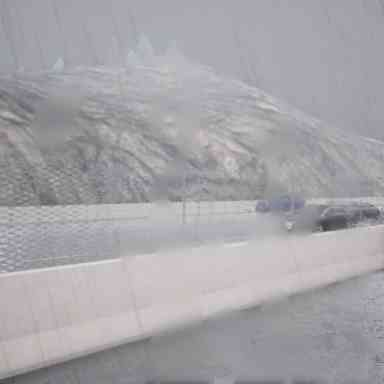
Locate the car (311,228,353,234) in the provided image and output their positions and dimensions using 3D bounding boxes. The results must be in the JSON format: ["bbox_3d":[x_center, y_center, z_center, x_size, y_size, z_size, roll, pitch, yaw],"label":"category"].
[{"bbox_3d":[6.659,1.434,17.336,4.902,1.511,2.128,0,0,-35],"label":"car"}]
